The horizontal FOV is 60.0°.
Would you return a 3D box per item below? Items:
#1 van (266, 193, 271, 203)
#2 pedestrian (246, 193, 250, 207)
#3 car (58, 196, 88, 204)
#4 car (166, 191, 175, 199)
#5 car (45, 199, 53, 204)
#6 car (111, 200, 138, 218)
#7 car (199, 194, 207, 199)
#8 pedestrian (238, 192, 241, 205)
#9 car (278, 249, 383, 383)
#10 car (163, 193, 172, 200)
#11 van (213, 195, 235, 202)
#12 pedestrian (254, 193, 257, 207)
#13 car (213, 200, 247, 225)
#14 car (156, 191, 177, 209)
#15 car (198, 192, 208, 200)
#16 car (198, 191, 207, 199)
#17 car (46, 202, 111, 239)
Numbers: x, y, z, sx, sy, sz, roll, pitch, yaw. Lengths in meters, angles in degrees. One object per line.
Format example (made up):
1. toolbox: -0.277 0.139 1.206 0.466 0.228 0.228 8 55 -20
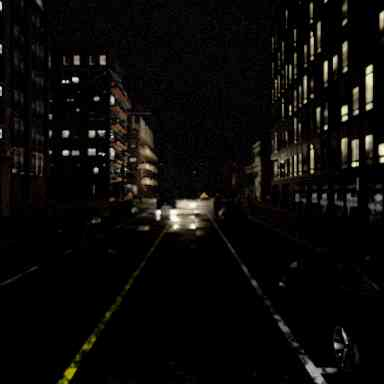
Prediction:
1. van: 14.909 1.047 57.257 3.998 1.788 1.690 0 0 0
2. pedestrian: 7.142 1.006 42.077 0.375 1.860 0.375 0 0 0
3. car: -17.458 1.212 48.803 4.206 1.307 1.802 0 0 0
4. car: -5.672 0.787 89.392 2.192 1.841 5.009 0 0 0
5. car: -22.950 1.146 48.791 4.829 1.417 1.752 0 0 0
6. car: -5.682 1.381 28.016 1.947 1.339 4.313 0 0 0
7. car: 2.707 1.081 83.854 1.802 1.307 4.206 0 0 0
8. pedestrian: 6.142 0.860 43.277 0.375 1.860 0.375 0 0 0
9. car: 2.661 1.529 5.233 1.947 1.339 4.313 0 0 0
10. car: -5.675 1.054 78.144 1.752 1.417 4.829 0 0 0
11. van: 2.666 1.156 27.988 1.690 1.788 3.998 0 0 0
12. pedestrian: 8.142 0.971 42.677 0.375 1.860 0.375 0 0 0
13. car: 2.664 1.433 22.300 1.802 1.307 4.206 0 0 0
14. car: -3.003 0.966 40.236 2.150 2.045 5.566 0 0 0
15. car: 2.705 1.081 72.945 1.752 1.417 4.829 0 0 0
16. car: 2.709 0.786 89.391 2.192 1.841 5.009 0 0 0
17. car: -5.684 1.433 16.639 1.887 1.381 4.507 0 0 0
